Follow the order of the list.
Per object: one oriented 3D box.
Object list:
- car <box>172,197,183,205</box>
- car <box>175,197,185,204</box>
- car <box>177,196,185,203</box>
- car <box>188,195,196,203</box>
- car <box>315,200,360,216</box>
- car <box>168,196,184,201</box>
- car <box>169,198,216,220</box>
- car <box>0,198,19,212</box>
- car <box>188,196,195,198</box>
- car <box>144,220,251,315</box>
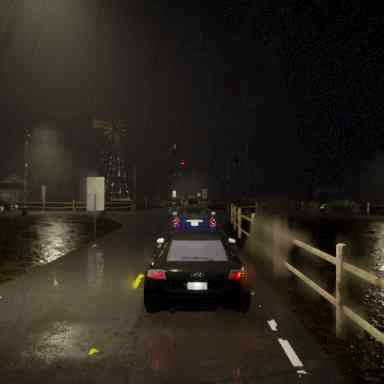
[{"bbox_3d":[-2.757,1.731,65.200,1.882,1.535,5.008,0,0,1],"label":"car"},{"bbox_3d":[-2.709,1.879,75.151,1.994,1.385,4.181,0,0,0],"label":"car"},{"bbox_3d":[-2.700,1.883,85.280,1.882,1.535,5.008,0,0,0],"label":"car"},{"bbox_3d":[0.050,1.764,85.241,2.097,1.767,4.553,0,0,0],"label":"car"},{"bbox_3d":[16.315,1.730,37.614,4.553,1.767,2.097,1,-2,0],"label":"car"},{"bbox_3d":[-2.813,1.681,55.396,2.128,1.511,4.902,0,0,0],"label":"car"},{"bbox_3d":[0.104,1.380,16.321,2.097,1.767,4.553,0,0,0],"label":"car"},{"bbox_3d":[-20.292,1.292,34.000,4.892,1.490,1.837,1,-2,0],"label":"car"},{"bbox_3d":[0.130,1.756,61.842,1.812,1.442,4.674,0,0,0],"label":"car"},{"bbox_3d":[0.101,1.573,7.678,1.994,1.385,4.181,0,0,0],"label":"car"}]
